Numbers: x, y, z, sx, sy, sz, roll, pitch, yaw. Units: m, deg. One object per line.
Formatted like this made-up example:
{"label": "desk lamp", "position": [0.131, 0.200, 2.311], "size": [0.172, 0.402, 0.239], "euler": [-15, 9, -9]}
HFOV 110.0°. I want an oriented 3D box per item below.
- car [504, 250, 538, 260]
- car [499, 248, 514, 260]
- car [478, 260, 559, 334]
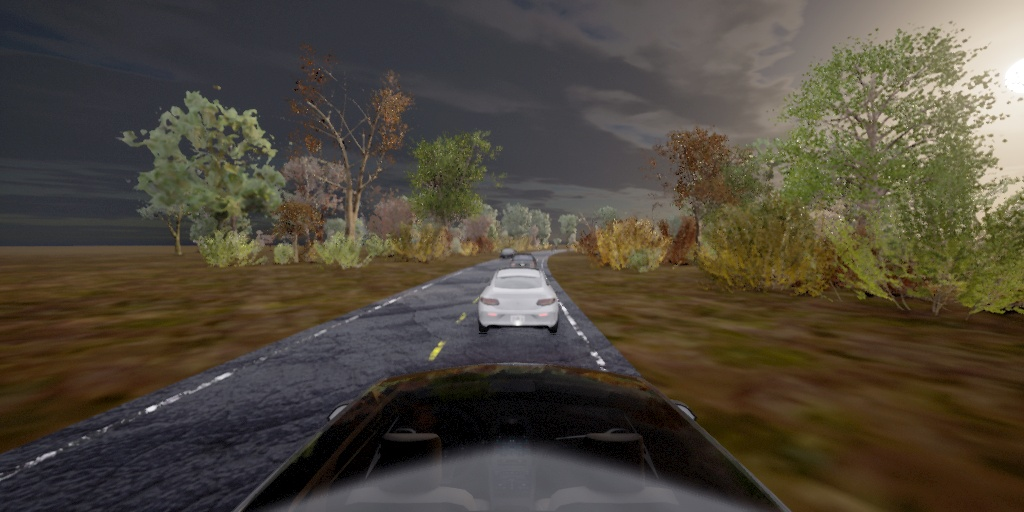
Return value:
{"label": "car", "position": [0.834, 0.526, 25.267], "size": [2.033, 1.411, 5.357], "euler": [0, 2, 4]}
{"label": "car", "position": [-0.479, -0.253, 47.064], "size": [1.882, 1.535, 5.008], "euler": [0, 2, 7]}
{"label": "car", "position": [0.187, 1.017, 9.564], "size": [1.812, 1.442, 4.674], "euler": [0, 2, 2]}
